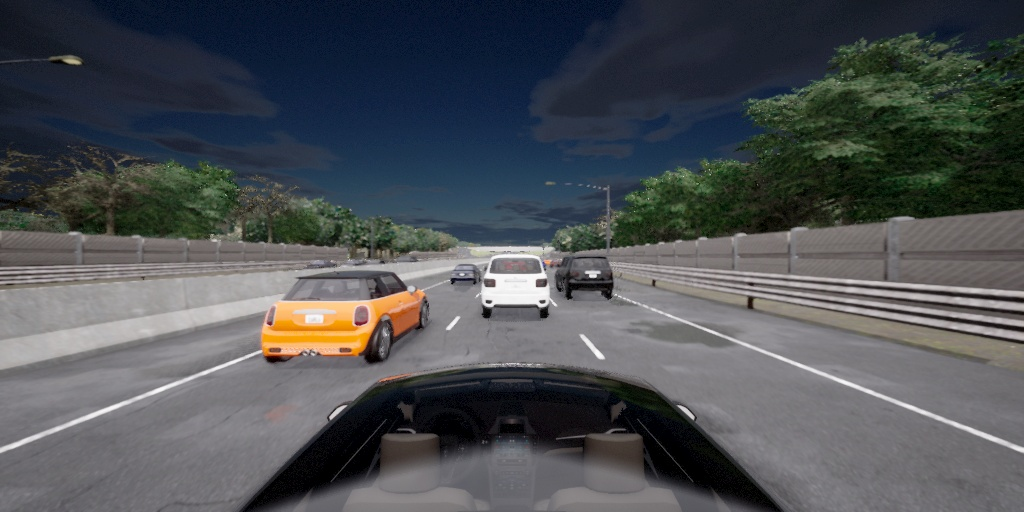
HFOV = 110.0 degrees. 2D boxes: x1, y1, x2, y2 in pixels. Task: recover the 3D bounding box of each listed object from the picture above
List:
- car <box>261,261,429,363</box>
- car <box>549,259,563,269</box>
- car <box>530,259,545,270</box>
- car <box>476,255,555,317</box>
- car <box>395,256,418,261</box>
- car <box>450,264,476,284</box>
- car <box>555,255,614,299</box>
[{"bbox_3d":[-3.392,1.101,8.284,2.097,1.767,4.553,0,0,0],"label":"car"},{"bbox_3d":[7.280,1.304,59.373,1.812,1.442,4.674,0,0,2],"label":"car"},{"bbox_3d":[3.771,1.242,52.961,1.882,1.535,5.008,0,0,1],"label":"car"},{"bbox_3d":[0.116,0.970,13.275,2.150,2.045,5.566,0,0,0],"label":"car"},{"bbox_3d":[-13.873,0.978,46.930,2.150,2.045,5.566,0,0,1],"label":"car"},{"bbox_3d":[-3.334,1.295,26.558,2.033,1.411,5.357,0,0,0],"label":"car"},{"bbox_3d":[3.529,0.961,18.271,2.150,2.045,5.566,0,0,0],"label":"car"}]
